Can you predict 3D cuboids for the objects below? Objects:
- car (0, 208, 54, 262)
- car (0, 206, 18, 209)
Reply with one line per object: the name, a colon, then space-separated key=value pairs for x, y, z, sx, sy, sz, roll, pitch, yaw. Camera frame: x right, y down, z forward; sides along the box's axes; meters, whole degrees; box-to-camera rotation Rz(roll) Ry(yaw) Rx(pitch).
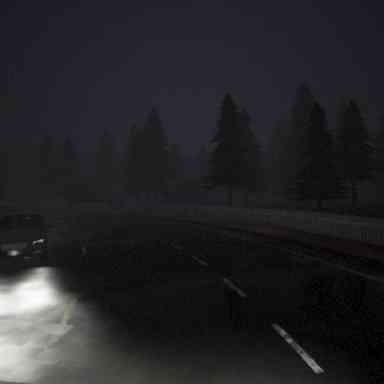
car: x=-6.202 y=1.573 z=12.218 sx=2.128 sy=1.511 sz=4.902 roll=-1 pitch=0 yaw=-21
car: x=-13.790 y=1.738 z=24.799 sx=2.033 sy=1.411 sz=5.357 roll=-1 pitch=0 yaw=-43
